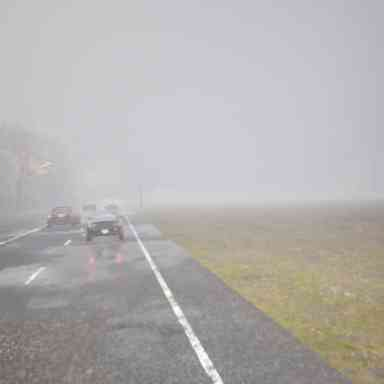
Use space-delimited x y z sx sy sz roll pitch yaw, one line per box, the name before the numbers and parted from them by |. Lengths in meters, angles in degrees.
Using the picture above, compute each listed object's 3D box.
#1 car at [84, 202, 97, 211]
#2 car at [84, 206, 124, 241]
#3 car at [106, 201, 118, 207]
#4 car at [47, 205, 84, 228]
car | -16.689 2.366 54.490 1.882 1.535 5.008 -2 0 -13
car | -4.808 1.799 18.607 1.812 1.442 4.674 -2 0 -13
car | -12.959 2.267 53.888 1.812 1.442 4.674 -2 0 -13
car | -10.397 1.881 27.230 2.097 1.767 4.553 -2 0 -13
